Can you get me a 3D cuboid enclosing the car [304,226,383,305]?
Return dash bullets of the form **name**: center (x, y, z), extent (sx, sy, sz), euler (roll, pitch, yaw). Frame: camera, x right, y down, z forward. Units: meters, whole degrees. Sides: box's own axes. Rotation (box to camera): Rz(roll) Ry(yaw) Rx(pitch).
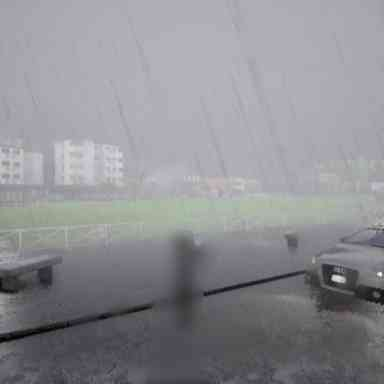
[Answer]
- **car**: center (4.537, 1.524, 7.666), extent (4.181, 1.385, 1.994), euler (0, 0, -34)
